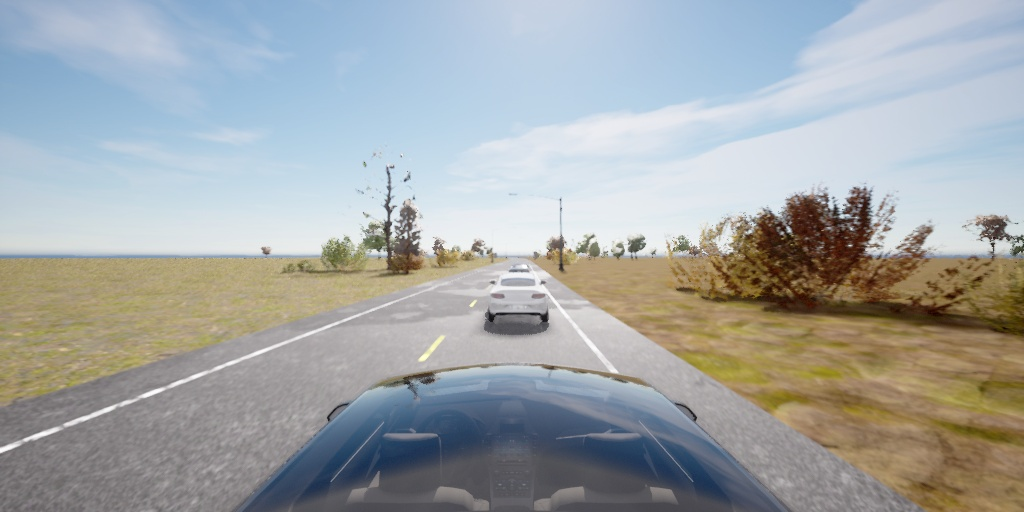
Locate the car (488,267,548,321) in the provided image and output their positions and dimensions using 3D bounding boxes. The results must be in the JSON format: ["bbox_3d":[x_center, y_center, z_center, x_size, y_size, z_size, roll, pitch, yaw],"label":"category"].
[{"bbox_3d":[0.205,1.279,12.331,1.812,1.442,4.674,0,0,1],"label":"car"}]

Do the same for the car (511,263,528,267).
[{"bbox_3d":[0.620,1.306,30.518,2.033,1.411,5.357,0,0,2],"label":"car"}]
